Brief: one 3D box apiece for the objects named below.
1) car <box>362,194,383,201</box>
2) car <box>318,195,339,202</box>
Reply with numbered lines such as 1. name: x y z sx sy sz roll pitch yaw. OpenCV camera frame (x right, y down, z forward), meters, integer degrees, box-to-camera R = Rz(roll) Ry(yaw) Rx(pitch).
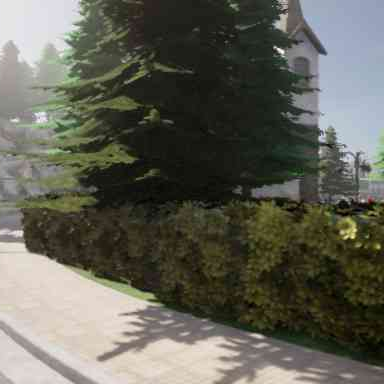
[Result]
1. car: 43.043 1.326 79.057 3.633 1.501 1.845 0 0 35
2. car: 28.198 1.336 71.170 4.514 1.523 2.007 0 0 35
